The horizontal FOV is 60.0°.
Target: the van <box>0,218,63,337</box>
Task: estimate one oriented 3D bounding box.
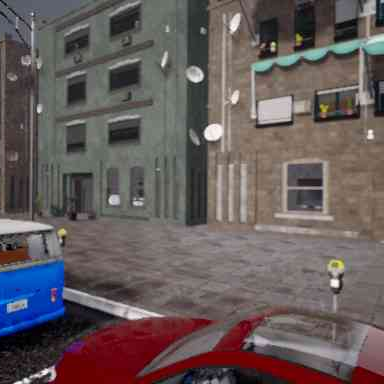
[{"bbox_3d":[-3.903,1.322,5.655,3.998,1.788,1.690,0,1,36],"label":"van"}]

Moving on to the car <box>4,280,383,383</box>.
[{"bbox_3d":[0.614,1.579,2.434,4.206,1.307,1.802,0,1,36],"label":"car"}]
